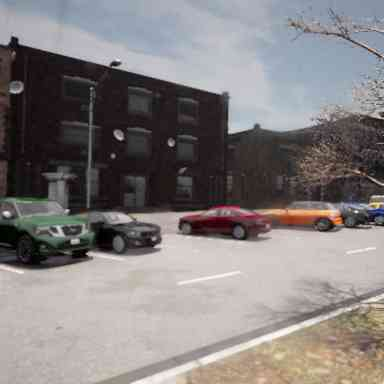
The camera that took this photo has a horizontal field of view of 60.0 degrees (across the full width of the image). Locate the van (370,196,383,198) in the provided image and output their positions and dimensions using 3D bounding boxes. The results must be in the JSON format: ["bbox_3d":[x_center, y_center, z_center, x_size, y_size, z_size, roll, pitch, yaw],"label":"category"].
[{"bbox_3d":[16.821,1.257,26.830,4.442,1.987,1.878,-1,-1,37],"label":"van"}]

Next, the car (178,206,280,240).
[{"bbox_3d":[1.563,1.473,16.991,5.008,1.535,2.097,-1,-1,36],"label":"car"}]

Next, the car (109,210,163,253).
[{"bbox_3d":[-3.428,1.469,13.593,5.008,1.535,2.097,-1,-1,35],"label":"car"}]

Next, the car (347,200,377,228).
[{"bbox_3d":[9.125,1.480,21.993,4.892,1.521,2.231,-1,-1,37],"label":"car"}]

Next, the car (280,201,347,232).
[{"bbox_3d":[6.605,1.351,20.329,4.553,1.767,2.185,-1,-1,36],"label":"car"}]

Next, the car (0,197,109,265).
[{"bbox_3d":[-5.880,1.215,11.851,5.566,2.045,2.435,-1,-1,35],"label":"car"}]

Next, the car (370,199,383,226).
[{"bbox_3d":[11.647,1.481,23.654,5.008,1.535,2.097,-1,-1,37],"label":"car"}]
